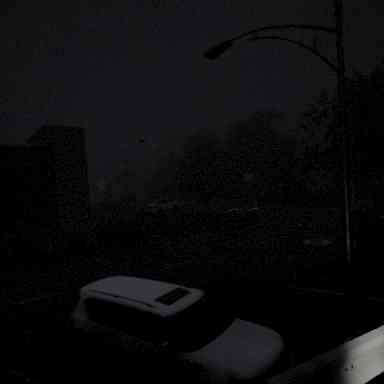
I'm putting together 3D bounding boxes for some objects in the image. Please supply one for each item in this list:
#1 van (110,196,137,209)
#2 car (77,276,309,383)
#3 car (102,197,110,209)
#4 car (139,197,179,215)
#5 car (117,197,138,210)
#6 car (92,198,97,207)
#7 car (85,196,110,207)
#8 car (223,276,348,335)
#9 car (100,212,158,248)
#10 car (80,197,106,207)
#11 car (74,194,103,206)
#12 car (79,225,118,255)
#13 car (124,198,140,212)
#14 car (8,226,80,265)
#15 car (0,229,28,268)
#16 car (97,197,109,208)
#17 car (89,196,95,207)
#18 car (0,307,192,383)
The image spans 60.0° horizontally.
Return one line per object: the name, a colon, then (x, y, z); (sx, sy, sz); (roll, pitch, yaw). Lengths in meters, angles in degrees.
van: (-10.882, 1.850, 55.408); (1.878, 1.987, 4.442); (-2, 4, 36)
car: (-0.508, 3.357, 7.780); (5.566, 2.045, 2.435); (-1, 4, 34)
car: (-12.494, 2.058, 57.995); (2.097, 1.535, 5.008); (-2, 4, 36)
car: (-4.009, 1.838, 45.580); (2.435, 2.045, 5.566); (-2, 4, 35)
car: (-9.103, 2.111, 53.043); (2.002, 1.452, 4.674); (-2, 4, 35)
car: (-15.897, 2.088, 62.951); (2.002, 1.452, 4.674); (-2, 4, 36)
car: (-19.274, 1.910, 67.922); (2.185, 1.767, 4.553); (-2, 4, 36)
car: (1.947, 3.401, 9.568); (4.792, 1.488, 2.163); (-1, 4, 34)
car: (-5.601, 2.882, 25.081); (5.566, 2.045, 2.435); (-3, 3, 34)
car: (-20.969, 2.062, 70.415); (2.163, 1.488, 4.792); (-2, 4, 36)
car: (-22.682, 1.779, 72.878); (2.435, 2.045, 5.566); (-3, 4, 36)
car: (-7.914, 3.389, 23.352); (4.792, 1.488, 2.163); (-3, 2, 34)
car: (-7.290, 2.057, 50.719); (1.946, 1.575, 5.366); (-2, 4, 36)
car: (-10.323, 3.341, 21.599); (5.566, 2.045, 2.435); (-3, 2, 34)
car: (-12.712, 3.572, 19.868); (5.566, 2.045, 2.435); (-3, 2, 34)
car: (-14.234, 1.931, 60.443); (2.185, 1.767, 4.553); (-2, 4, 36)
car: (-17.580, 1.915, 65.445); (2.185, 1.767, 4.553); (-2, 4, 36)
car: (-3.002, 3.596, 6.022); (5.566, 2.045, 2.435); (-1, 4, 34)
